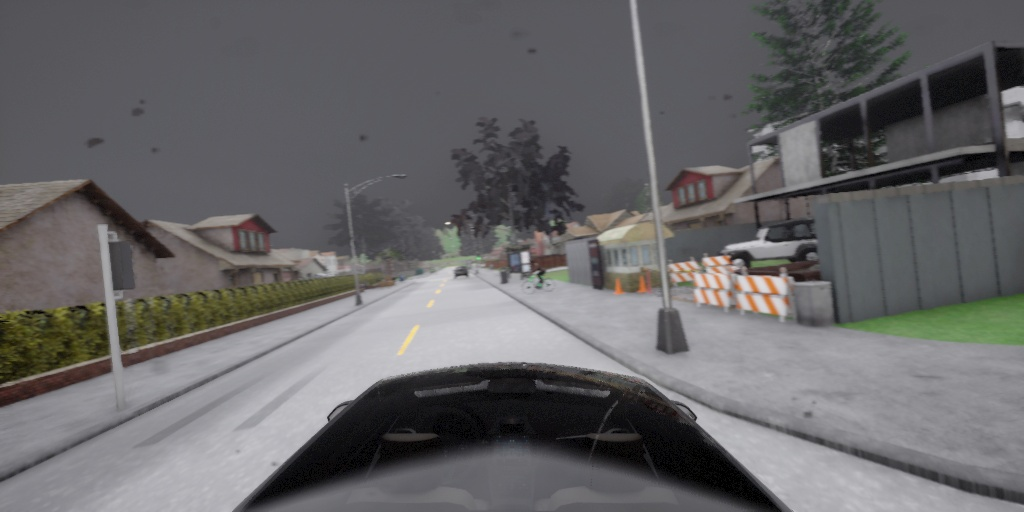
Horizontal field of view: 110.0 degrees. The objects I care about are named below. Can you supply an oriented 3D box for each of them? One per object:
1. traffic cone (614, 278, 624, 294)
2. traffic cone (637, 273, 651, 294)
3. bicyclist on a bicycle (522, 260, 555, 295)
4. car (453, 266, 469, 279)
[{"bbox_3d":[4.200,1.166,14.026,0.344,0.586,0.344,0,0,-9],"label":"traffic cone"},{"bbox_3d":[4.984,1.048,13.625,0.344,0.586,0.344,0,0,-9],"label":"traffic cone"},{"bbox_3d":[1.215,1.006,17.307,1.656,1.620,0.582,-7,0,-9],"label":"bicyclist on a bicycle"},{"bbox_3d":[-6.770,2.151,47.790,1.837,1.490,4.892,-6,0,-9],"label":"car"}]
